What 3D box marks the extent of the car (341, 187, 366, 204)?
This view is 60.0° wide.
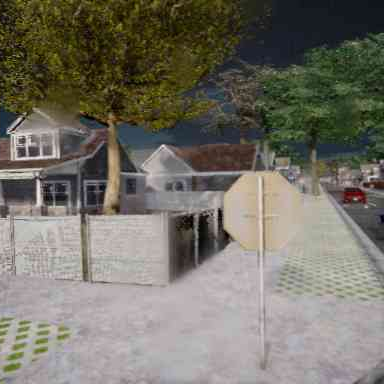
[{"bbox_3d":[15.343,0.280,31.779,1.882,1.535,5.008,-1,2,21],"label":"car"}]

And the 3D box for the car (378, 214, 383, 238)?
[{"bbox_3d":[7.490,1.128,10.867,1.895,1.301,4.718,-1,2,21],"label":"car"}]
